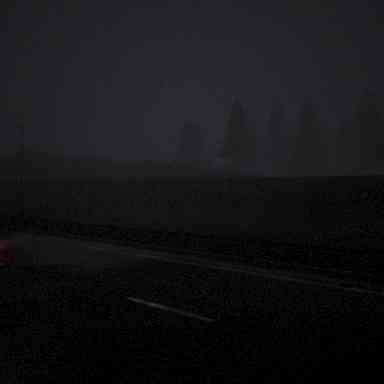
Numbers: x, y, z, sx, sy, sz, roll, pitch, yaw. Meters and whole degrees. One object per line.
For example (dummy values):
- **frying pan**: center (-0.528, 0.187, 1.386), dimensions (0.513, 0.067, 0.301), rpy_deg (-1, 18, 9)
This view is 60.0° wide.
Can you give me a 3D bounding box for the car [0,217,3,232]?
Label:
- **car**: center (-11.093, 1.415, 16.200), dimensions (4.892, 1.490, 1.837), rpy_deg (0, 0, 36)
